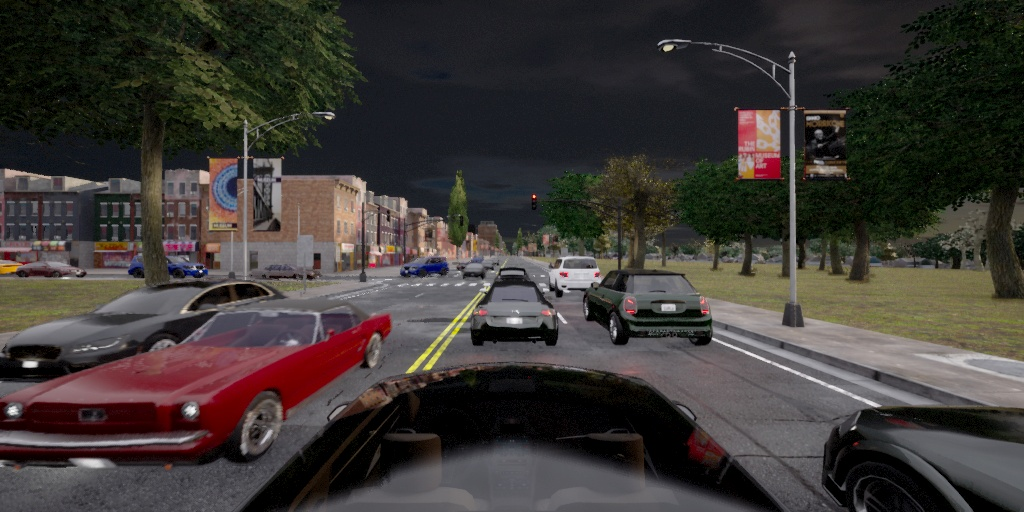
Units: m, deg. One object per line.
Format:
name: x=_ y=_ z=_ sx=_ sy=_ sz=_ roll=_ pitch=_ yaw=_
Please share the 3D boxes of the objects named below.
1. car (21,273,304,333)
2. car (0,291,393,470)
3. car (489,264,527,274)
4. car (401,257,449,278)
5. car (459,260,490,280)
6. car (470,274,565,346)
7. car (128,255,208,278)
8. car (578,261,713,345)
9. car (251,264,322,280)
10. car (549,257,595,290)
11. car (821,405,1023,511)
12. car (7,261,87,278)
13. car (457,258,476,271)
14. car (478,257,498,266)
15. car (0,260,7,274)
car: x=-6.608 y=1.263 z=7.345 sx=1.837 sy=1.490 sz=4.892 roll=0 pitch=-1 yaw=0
car: x=-3.355 y=1.351 z=5.071 sx=1.895 sy=1.301 sz=4.718 roll=0 pitch=0 yaw=0
car: x=0.018 y=1.331 z=18.409 sx=1.837 sy=1.490 sz=4.892 roll=0 pitch=0 yaw=0
car: x=-8.679 y=1.120 z=36.320 sx=2.150 sy=2.045 sz=5.566 roll=0 pitch=0 yaw=28
car: x=-3.396 y=1.363 z=33.171 sx=1.882 sy=1.535 sz=5.008 roll=0 pitch=0 yaw=0
car: x=0.063 y=1.332 z=9.497 sx=1.994 sy=1.385 sz=4.181 roll=0 pitch=0 yaw=0
car: x=-29.607 y=0.963 z=30.927 sx=5.566 sy=2.045 sz=2.150 roll=0 pitch=0 yaw=0
car: x=3.315 y=1.121 z=9.693 sx=2.097 sy=1.767 sz=4.553 roll=0 pitch=0 yaw=0
car: x=-19.419 y=1.382 z=30.892 sx=5.357 sy=1.411 sz=2.033 roll=1 pitch=0 yaw=-3
car: x=3.268 y=1.054 z=19.407 sx=2.150 sy=2.045 sz=5.566 roll=0 pitch=0 yaw=0
car: x=3.341 y=1.314 z=0.966 sx=1.994 sy=1.385 sz=4.181 roll=0 pitch=0 yaw=0
car: x=-39.734 y=1.193 z=30.927 sx=4.674 sy=1.442 sz=1.812 roll=0 pitch=0 yaw=0
car: x=-6.672 y=1.391 z=51.412 sx=1.994 sy=1.385 sz=4.181 roll=0 pitch=0 yaw=0
car: x=-3.423 y=1.336 z=50.721 sx=1.837 sy=1.490 sz=4.892 roll=0 pitch=1 yaw=0
car: x=-48.956 y=1.118 z=33.807 sx=5.008 sy=1.535 sz=1.882 roll=0 pitch=0 yaw=0
